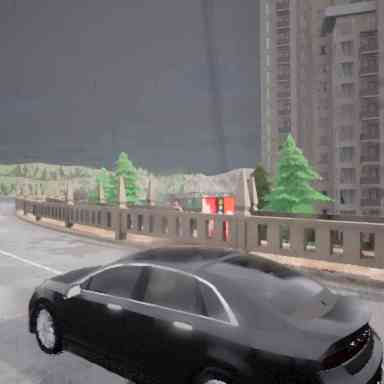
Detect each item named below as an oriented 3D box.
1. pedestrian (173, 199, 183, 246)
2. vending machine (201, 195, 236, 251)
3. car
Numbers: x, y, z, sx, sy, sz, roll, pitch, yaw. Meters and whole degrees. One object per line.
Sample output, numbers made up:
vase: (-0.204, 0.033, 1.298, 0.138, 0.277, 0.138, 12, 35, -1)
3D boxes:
pedestrian: (-0.584, 1.132, 12.825, 0.375, 1.860, 0.375, -1, -1, 42)
vending machine: (1.055, 1.186, 13.218, 0.880, 2.100, 1.100, -1, 0, 41)
car: (-0.300, 1.503, 4.409, 4.892, 1.490, 1.837, 0, 0, 37)
